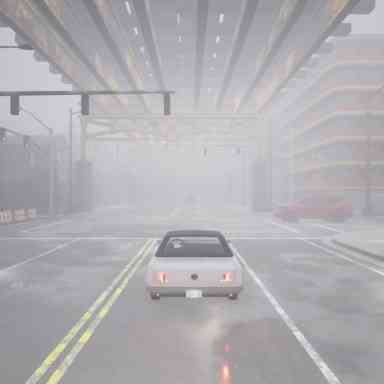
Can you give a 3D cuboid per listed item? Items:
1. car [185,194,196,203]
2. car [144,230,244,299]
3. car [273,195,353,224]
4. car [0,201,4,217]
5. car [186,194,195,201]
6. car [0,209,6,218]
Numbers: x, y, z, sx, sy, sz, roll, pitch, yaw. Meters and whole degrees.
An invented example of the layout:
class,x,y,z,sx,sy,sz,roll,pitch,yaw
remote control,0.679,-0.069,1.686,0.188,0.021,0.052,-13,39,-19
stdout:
class,x,y,z,sx,sy,sz,roll,pitch,yaw
car,-0.277,1.440,67.439,1.837,1.490,4.892,0,0,0
car,0.046,1.601,8.390,1.895,1.301,4.718,0,0,0
car,8.942,1.222,24.737,5.566,2.045,2.150,0,0,2
car,-16.912,1.295,25.029,4.536,1.218,1.853,0,0,-20
car,-0.320,1.310,77.854,1.882,1.535,5.008,0,1,0
car,-16.863,1.453,25.047,4.974,1.542,2.038,0,0,-20
